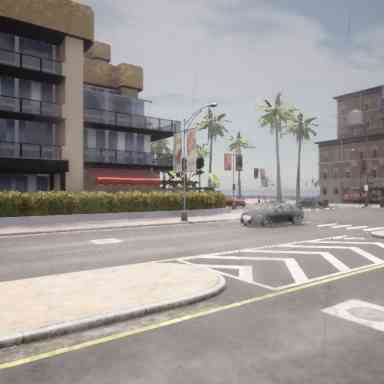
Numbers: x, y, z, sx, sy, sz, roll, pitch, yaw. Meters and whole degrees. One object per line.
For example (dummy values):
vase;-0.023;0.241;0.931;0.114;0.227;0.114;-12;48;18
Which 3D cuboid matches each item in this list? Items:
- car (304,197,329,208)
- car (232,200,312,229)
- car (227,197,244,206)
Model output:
car;17.253;1.505;47.902;1.837;1.490;4.892;0;0;-35
car;5.312;1.491;21.847;4.902;1.511;2.128;0;0;-35
car;6.156;1.478;51.241;1.882;1.535;5.008;0;0;-35
